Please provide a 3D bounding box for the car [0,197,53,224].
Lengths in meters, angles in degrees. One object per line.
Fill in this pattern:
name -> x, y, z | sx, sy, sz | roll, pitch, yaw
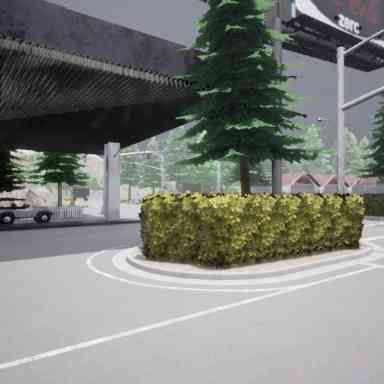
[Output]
car -> -11.996, 1.313, 23.467 | 3.866, 1.878, 1.905 | 0, 0, -36
